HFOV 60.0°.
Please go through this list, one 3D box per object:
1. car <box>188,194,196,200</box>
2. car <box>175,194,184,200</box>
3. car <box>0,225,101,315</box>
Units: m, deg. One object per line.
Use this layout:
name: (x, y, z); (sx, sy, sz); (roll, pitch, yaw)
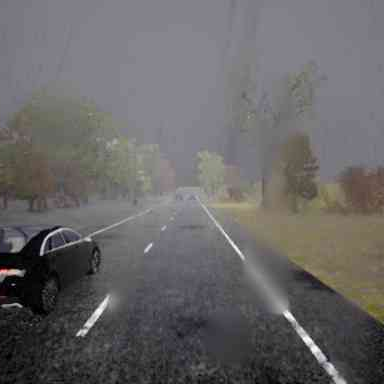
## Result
car: (0.016, 1.493, 86.489); (1.895, 1.301, 4.718); (0, 0, 0)
car: (-3.484, 1.423, 86.460); (1.812, 1.442, 4.674); (0, 0, 0)
car: (-3.498, 1.489, 7.520); (2.128, 1.511, 4.902); (0, 0, 0)
